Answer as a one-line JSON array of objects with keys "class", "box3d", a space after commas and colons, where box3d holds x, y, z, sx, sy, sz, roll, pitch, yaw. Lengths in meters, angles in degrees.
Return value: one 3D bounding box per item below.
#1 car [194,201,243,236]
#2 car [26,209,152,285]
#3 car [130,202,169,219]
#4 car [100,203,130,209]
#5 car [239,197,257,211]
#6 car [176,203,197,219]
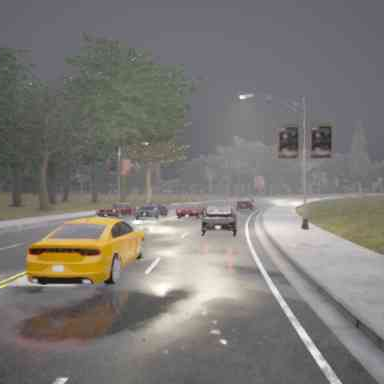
[{"class": "car", "box3d": [1.596, 1.474, 18.392, 2.128, 1.511, 4.902, 0, 0, 8]}, {"class": "car", "box3d": [-2.657, 1.469, 9.509, 1.882, 1.535, 5.008, 0, 0, 4]}, {"class": "car", "box3d": [-3.400, 1.588, 28.601, 1.994, 1.385, 4.181, 0, 0, 12]}, {"class": "car", "box3d": [-6.585, 1.615, 29.248, 1.895, 1.301, 4.718, 0, 0, 12]}, {"class": "car", "box3d": [6.681, 1.395, 40.460, 1.882, 1.535, 5.008, 0, 0, 18]}, {"class": "car", "box3d": [0.084, 1.569, 28.424, 1.895, 1.301, 4.718, 0, 0, 12]}]
